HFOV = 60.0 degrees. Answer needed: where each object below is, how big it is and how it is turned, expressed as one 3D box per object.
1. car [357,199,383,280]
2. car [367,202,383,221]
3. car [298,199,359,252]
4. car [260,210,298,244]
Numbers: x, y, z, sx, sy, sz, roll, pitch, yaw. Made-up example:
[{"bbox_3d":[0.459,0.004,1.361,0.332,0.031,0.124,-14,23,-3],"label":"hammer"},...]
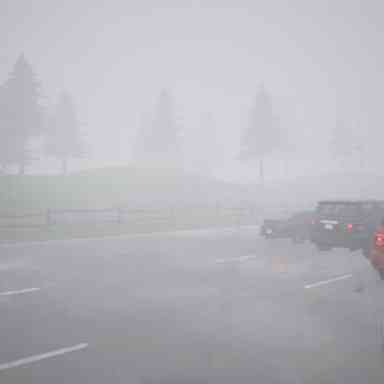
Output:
[{"bbox_3d":[6.858,1.273,8.633,5.566,2.045,2.150,0,0,-35],"label":"car"},{"bbox_3d":[17.774,1.641,29.309,4.902,1.511,2.128,0,0,-35],"label":"car"},{"bbox_3d":[6.872,1.285,12.941,5.566,2.045,2.150,0,0,-35],"label":"car"},{"bbox_3d":[5.298,1.591,16.117,4.674,1.442,1.812,0,0,-35],"label":"car"}]
